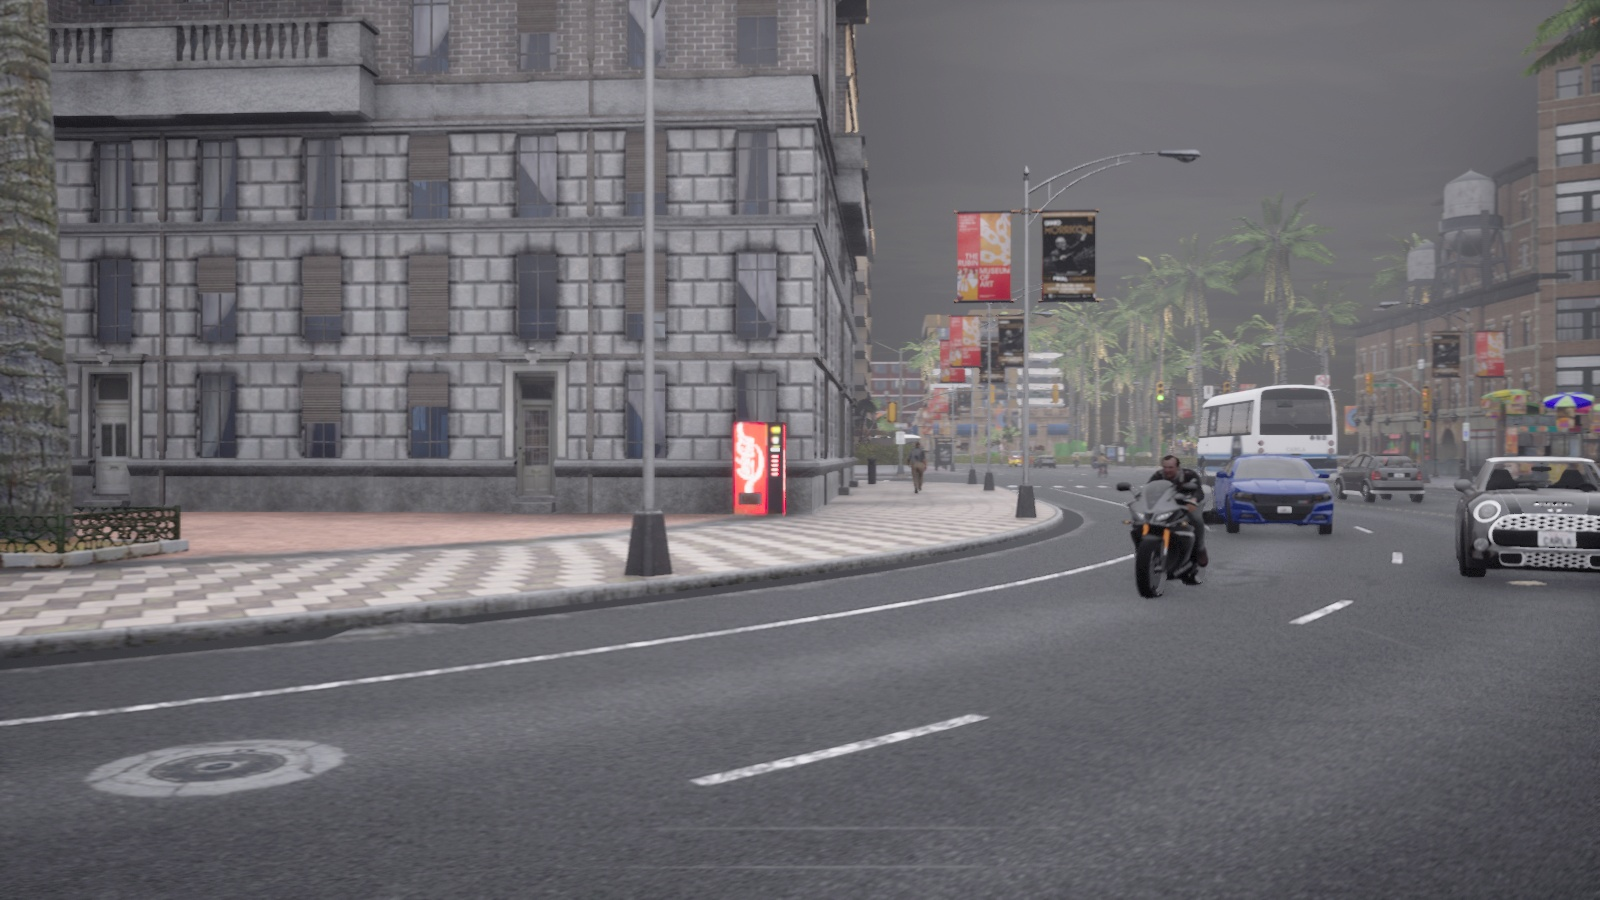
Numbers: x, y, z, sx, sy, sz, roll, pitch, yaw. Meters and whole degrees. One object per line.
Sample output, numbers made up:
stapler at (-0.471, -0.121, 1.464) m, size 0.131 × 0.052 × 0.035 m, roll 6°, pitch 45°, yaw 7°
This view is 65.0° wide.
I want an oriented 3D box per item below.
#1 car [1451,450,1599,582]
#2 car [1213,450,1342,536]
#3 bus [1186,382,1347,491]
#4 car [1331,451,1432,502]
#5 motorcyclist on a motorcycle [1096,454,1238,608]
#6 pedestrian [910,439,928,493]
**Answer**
car at (9.401, 0.740, 15.899) m, size 1.970 × 1.475 × 3.806 m, roll 0°, pitch 0°, yaw 26°
car at (9.398, 0.784, 25.084) m, size 1.882 × 1.535 × 5.008 m, roll 0°, pitch 0°, yaw 15°
bus at (19.891, -0.497, 54.436) m, size 3.944 × 4.253 × 10.273 m, roll 0°, pitch 0°, yaw 5°
car at (18.646, 0.812, 40.425) m, size 1.789 × 1.549 × 3.705 m, roll 0°, pitch 0°, yaw 5°
motorcyclist on a motorcycle at (4.036, 0.817, 13.689) m, size 0.866 × 1.530 × 2.191 m, roll -1°, pitch 0°, yaw 33°
pedestrian at (4.113, 0.542, 43.223) m, size 0.540 × 1.848 × 0.694 m, roll 0°, pitch 0°, yaw 12°
